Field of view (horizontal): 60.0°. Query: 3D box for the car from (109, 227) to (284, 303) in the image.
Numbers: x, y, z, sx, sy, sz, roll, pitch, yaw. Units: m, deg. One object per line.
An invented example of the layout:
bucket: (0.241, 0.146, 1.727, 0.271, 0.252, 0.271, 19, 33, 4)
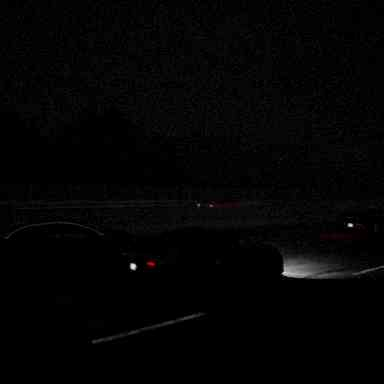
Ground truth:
car: (0.370, 1.580, 8.312, 4.181, 1.385, 1.994, 0, 0, -36)

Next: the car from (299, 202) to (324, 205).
car: (12.003, 1.728, 34.057, 4.902, 1.511, 2.128, 1, -1, -35)

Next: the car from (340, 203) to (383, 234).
car: (10.894, 1.637, 20.124, 4.892, 1.490, 1.837, 1, 0, -36)

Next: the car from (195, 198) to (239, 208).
car: (3.049, 1.517, 36.263, 4.553, 1.767, 2.097, 1, 0, -35)

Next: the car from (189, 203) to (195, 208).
car: (1.786, 1.528, 39.660, 4.553, 1.767, 2.097, 1, 0, -35)

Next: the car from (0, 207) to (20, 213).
car: (-12.405, 1.607, 20.939, 4.718, 1.301, 1.895, 0, 0, -36)

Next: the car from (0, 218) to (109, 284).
car: (-3.824, 1.499, 9.619, 4.902, 1.511, 2.128, 0, 0, -36)

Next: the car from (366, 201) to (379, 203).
car: (26.190, 2.035, 48.373, 4.181, 1.385, 1.994, 1, -1, -35)
